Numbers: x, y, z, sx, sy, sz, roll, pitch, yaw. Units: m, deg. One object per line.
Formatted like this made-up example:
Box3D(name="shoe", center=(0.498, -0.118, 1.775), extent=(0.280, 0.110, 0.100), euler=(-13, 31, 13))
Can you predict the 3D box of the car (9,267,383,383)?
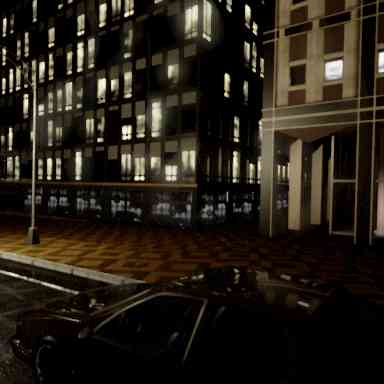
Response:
Box3D(name="car", center=(0.343, 1.546, 3.318), extent=(5.357, 1.411, 2.033), euler=(0, 0, 35))
